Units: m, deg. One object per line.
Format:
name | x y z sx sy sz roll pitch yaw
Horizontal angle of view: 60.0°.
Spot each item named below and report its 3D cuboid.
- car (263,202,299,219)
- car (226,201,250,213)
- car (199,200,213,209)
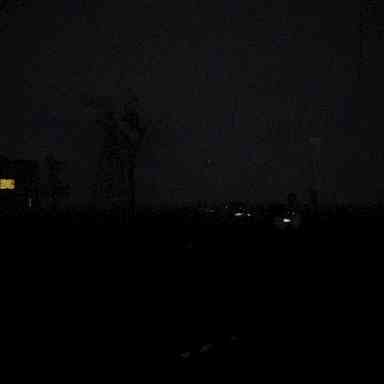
car | 8.768 1.823 33.133 1.837 1.490 4.892 1 -1 -15
car | 5.977 1.997 43.913 1.837 1.490 4.892 1 -1 -14
car | 2.422 2.211 57.798 2.128 1.511 4.902 1 -1 -14
